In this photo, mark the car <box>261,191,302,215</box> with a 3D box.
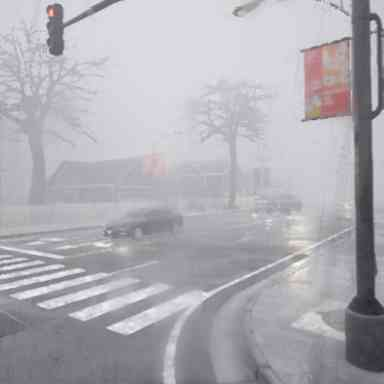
[{"bbox_3d":[9.418,1.211,33.741,2.150,2.045,5.566,-1,0,36],"label":"car"}]

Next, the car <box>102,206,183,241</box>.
[{"bbox_3d":[-2.414,1.560,17.413,1.837,1.490,4.892,-1,1,36],"label":"car"}]

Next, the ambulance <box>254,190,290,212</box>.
[{"bbox_3d":[9.453,1.047,39.174,2.351,2.431,6.366,-1,0,36],"label":"ambulance"}]
